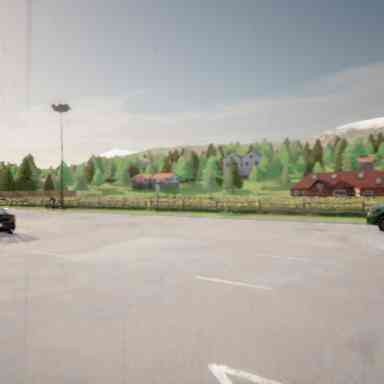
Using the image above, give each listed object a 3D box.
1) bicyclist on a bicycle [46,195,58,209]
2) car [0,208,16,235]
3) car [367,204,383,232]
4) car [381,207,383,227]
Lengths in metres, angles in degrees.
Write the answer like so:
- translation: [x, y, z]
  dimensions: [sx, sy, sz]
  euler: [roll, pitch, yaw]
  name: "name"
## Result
- translation: [-16.396, 1.217, 38.936]
  dimensions: [0.582, 1.620, 1.656]
  euler: [0, 1, 33]
  name: "bicyclist on a bicycle"
- translation: [-11.271, 1.487, 17.777]
  dimensions: [5.008, 1.535, 1.882]
  euler: [0, 0, 39]
  name: "car"
- translation: [11.470, 0.954, 15.839]
  dimensions: [5.566, 2.045, 2.150]
  euler: [0, 1, 33]
  name: "car"
- translation: [9.830, 1.341, 12.734]
  dimensions: [4.181, 1.385, 1.994]
  euler: [0, 1, 33]
  name: "car"
